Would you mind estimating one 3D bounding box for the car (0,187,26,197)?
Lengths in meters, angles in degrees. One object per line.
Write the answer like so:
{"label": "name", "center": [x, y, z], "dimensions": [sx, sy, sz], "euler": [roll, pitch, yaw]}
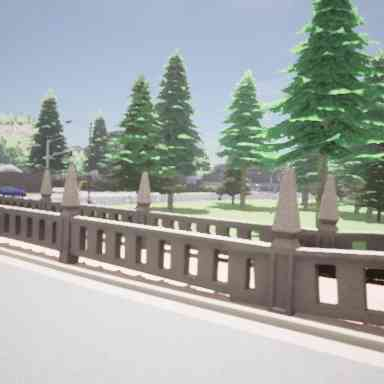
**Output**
{"label": "car", "center": [-20.765, 0.127, 36.552], "dimensions": [1.812, 1.442, 4.674], "euler": [3, 2, 37]}
